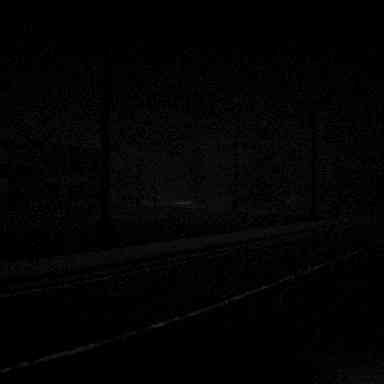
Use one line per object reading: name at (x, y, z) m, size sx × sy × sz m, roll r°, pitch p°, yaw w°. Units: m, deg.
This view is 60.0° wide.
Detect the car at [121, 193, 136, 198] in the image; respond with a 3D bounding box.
car at (-12.459, 0.865, 66.918) m, size 4.674 × 1.442 × 1.812 m, roll 1°, pitch 0°, yaw 44°

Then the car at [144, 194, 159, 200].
car at (-10.025, 0.915, 69.433) m, size 5.357 × 1.411 × 2.033 m, roll 1°, pitch 0°, yaw 44°

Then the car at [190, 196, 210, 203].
car at (1.659, 1.512, 67.865) m, size 4.674 × 1.442 × 1.812 m, roll 2°, pitch 1°, yaw 44°

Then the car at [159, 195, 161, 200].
car at (-9.350, 1.136, 78.519) m, size 5.008 × 1.535 × 1.882 m, roll 1°, pitch 0°, yaw 44°
